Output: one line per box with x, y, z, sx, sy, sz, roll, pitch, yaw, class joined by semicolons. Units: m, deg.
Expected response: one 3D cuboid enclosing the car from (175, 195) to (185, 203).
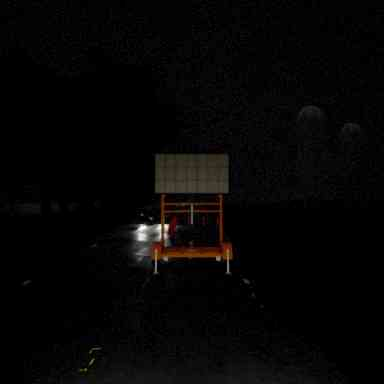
-2.756;1.690;78.775;2.150;2.045;5.566;0;0;0;car

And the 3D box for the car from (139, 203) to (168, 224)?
-2.852;1.593;25.623;1.812;1.442;4.674;0;0;0;car

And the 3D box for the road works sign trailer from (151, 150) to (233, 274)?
-0.001;0.481;10.567;2.380;3.560;2.880;0;0;0;road works sign trailer
